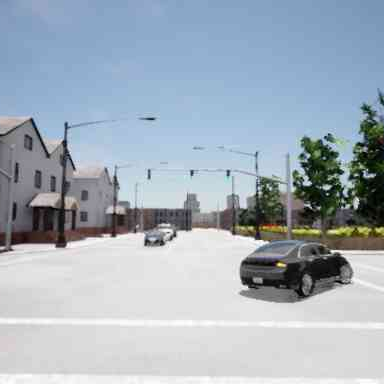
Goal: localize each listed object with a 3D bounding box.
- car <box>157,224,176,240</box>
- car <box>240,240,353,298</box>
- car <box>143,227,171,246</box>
[{"bbox_3d":[-3.618,5.186,42.887,2.150,2.045,5.566,0,-6,0],"label":"car"},{"bbox_3d":[3.515,2.354,10.882,1.837,1.490,4.892,-9,-10,44],"label":"car"},{"bbox_3d":[-3.617,4.486,32.886,2.128,1.511,4.902,0,-6,0],"label":"car"}]
